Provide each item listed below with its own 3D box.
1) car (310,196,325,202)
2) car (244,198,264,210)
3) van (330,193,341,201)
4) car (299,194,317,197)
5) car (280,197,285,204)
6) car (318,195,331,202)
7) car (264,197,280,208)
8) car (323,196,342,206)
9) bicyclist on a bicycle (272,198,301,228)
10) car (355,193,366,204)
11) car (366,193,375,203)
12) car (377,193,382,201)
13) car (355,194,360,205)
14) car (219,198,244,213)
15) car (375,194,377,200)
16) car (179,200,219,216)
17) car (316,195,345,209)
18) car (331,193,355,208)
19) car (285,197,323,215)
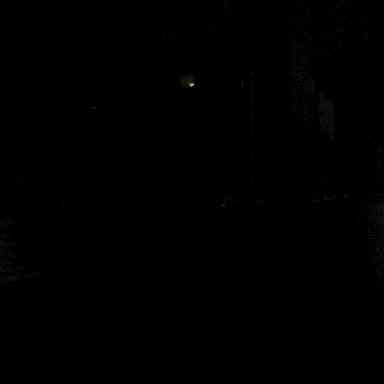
[{"bbox_3d":[26.104,1.420,68.888,1.947,1.339,4.313,0,0,35],"label":"car"},{"bbox_3d":[6.857,1.496,41.057,1.802,1.307,4.206,0,0,35],"label":"car"},{"bbox_3d":[35.724,1.188,82.804,1.690,1.788,3.998,-1,0,35],"label":"van"},{"bbox_3d":[15.369,1.378,42.896,1.812,1.442,4.674,-1,0,34],"label":"car"},{"bbox_3d":[13.272,1.457,50.335,1.947,1.339,4.313,0,0,35],"label":"car"},{"bbox_3d":[29.311,1.429,73.525,1.802,1.307,4.206,0,0,35],"label":"car"},{"bbox_3d":[9.968,1.427,45.555,1.752,1.417,4.829,0,0,35],"label":"car"},{"bbox_3d":[22.479,1.336,53.183,1.837,1.490,4.892,-1,0,35],"label":"car"},{"bbox_3d":[5.197,1.178,18.463,1.656,1.620,0.582,-1,0,35],"label":"bicyclist on a bicycle"},{"bbox_3d":[26.693,1.119,54.755,2.192,1.841,5.009,0,0,35],"label":"car"},{"bbox_3d":[33.109,1.101,64.032,2.192,1.841,5.009,0,0,35],"label":"car"},{"bbox_3d":[42.731,1.360,77.943,1.802,1.307,4.206,-1,0,35],"label":"car"},{"bbox_3d":[23.487,1.379,50.117,1.947,1.339,4.313,0,0,35],"label":"car"},{"bbox_3d":[3.648,1.367,36.419,1.967,1.590,4.097,0,0,35],"label":"car"},{"bbox_3d":[36.413,1.304,68.808,1.752,1.417,4.829,-1,0,35],"label":"car"},{"bbox_3d":[0.442,1.525,31.781,1.802,1.307,4.206,0,0,35],"label":"car"},{"bbox_3d":[17.072,1.378,40.842,1.887,1.381,4.507,0,0,35],"label":"car"},{"bbox_3d":[20.279,1.138,45.481,2.192,1.841,5.009,0,0,35],"label":"car"},{"bbox_3d":[10.658,1.425,31.566,1.947,1.339,4.313,0,0,35],"label":"car"}]
